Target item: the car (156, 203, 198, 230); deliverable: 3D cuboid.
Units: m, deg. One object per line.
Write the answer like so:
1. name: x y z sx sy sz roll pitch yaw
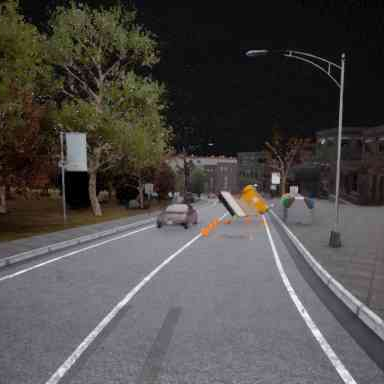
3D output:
1. car: -0.785 1.425 20.577 1.812 1.442 4.674 1 0 11

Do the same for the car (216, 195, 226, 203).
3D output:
1. car: 6.110 1.361 63.262 1.994 1.385 4.181 0 0 5

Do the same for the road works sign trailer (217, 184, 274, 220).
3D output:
1. road works sign trailer: 3.351 1.046 23.646 3.560 2.880 2.380 6 42 -51

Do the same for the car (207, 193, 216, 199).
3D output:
1. car: 5.401 1.086 89.026 2.097 1.767 4.553 -1 0 -7

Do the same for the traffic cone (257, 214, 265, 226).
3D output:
1. traffic cone: 4.668 1.946 21.984 0.340 0.580 0.340 1 0 20

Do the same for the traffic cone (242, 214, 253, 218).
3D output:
1. traffic cone: 3.680 1.925 22.026 0.340 0.580 0.340 1 1 10
